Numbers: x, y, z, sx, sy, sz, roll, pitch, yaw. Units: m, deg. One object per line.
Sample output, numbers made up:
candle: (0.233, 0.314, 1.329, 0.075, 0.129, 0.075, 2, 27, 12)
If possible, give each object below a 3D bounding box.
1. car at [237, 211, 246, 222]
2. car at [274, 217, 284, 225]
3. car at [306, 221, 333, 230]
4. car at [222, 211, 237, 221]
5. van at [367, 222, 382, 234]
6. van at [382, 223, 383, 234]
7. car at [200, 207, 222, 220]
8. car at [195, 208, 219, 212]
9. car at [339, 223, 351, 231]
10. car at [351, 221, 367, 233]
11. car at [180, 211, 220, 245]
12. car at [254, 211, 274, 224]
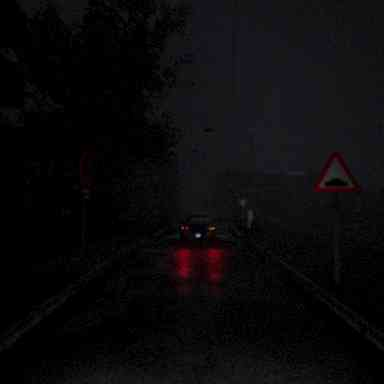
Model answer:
car: (7.822, 4.182, 57.089, 2.185, 1.767, 4.553, 7, -5, -30)
car: (13.652, 4.911, 58.334, 1.946, 1.575, 5.366, 7, -5, -30)
car: (22.623, 5.843, 59.695, 2.002, 1.452, 4.674, 7, -5, -29)
car: (4.849, 3.922, 56.594, 2.185, 1.767, 4.553, 5, -5, -31)
van: (31.617, 6.471, 61.100, 1.878, 1.987, 4.442, 8, -5, -29)
van: (34.591, 6.770, 61.593, 1.878, 1.987, 4.442, 8, -5, -29)
car: (1.970, 3.618, 56.010, 2.435, 2.045, 5.566, 2, -4, -30)
car: (1.155, 2.521, 30.471, 1.882, 1.535, 5.008, 0, -3, 7)
car: (25.594, 6.143, 60.204, 2.002, 1.452, 4.674, 8, -5, -29)
car: (28.475, 6.402, 60.855, 1.946, 1.575, 5.366, 7, -5, -29)
car: (0.355, 1.912, 17.664, 1.812, 1.442, 4.674, 0, -2, 2)
car: (10.819, 4.360, 57.645, 2.435, 2.045, 5.566, 8, -5, -30)
